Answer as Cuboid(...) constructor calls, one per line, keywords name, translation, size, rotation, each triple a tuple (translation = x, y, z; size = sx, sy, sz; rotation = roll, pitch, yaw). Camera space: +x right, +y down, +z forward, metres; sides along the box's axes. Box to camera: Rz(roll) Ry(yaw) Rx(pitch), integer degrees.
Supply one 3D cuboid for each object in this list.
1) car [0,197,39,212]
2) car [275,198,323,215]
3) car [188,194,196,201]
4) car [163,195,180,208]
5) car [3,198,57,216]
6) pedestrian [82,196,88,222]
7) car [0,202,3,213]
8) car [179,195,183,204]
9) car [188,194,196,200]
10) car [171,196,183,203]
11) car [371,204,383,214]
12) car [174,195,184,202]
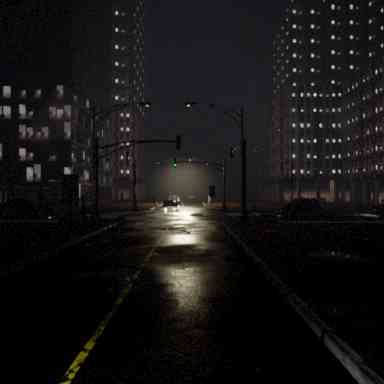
Cuboid(name="car", translation=(-19.212, 1.355, 36.350), size=(4.097, 1.590, 1.967), rotation=(0, -1, -1))
Cuboid(name="car", translation=(10.933, 1.410, 34.116), size=(4.553, 1.767, 2.097), rotation=(0, 0, -1))
Cuboid(name="car", translation=(-0.013, 1.564, 79.005), size=(1.895, 1.301, 4.718), rotation=(0, 0, 0))
Cuboid(name="car", translation=(-3.116, 1.553, 48.639), size=(1.994, 1.385, 4.181), rotation=(0, 0, -1))
Cuboid(name="car", translation=(-15.058, 1.395, 30.495), size=(5.008, 1.535, 1.882), rotation=(0, 0, -2))
Cuboid(name="pedestrian", translation=(-7.366, 1.130, 22.676), size=(0.375, 1.860, 0.375), rotation=(0, 0, 0))
Cuboid(name="car", translation=(-18.900, 1.411, 27.713), size=(4.829, 1.417, 1.752), rotation=(0, -1, -1))
Cuboid(name="car", translation=(-3.092, 1.338, 57.796), size=(2.097, 1.767, 4.553), rotation=(0, 0, 0))
Cuboid(name="car", translation=(-0.016, 1.344, 88.980), size=(2.033, 1.411, 5.357), rotation=(0, 0, 0))
Cuboid(name="car", translation=(-3.026, 1.529, 68.058), size=(2.033, 1.411, 5.357), rotation=(0, 0, 0))
Cuboid(name="car", translation=(20.820, 1.666, 34.286), size=(4.181, 1.385, 1.994), rotation=(0, 0, -1))
Cuboid(name="car", translation=(-3.014, 1.516, 78.368), size=(2.033, 1.411, 5.357), rotation=(0, 0, 0))
